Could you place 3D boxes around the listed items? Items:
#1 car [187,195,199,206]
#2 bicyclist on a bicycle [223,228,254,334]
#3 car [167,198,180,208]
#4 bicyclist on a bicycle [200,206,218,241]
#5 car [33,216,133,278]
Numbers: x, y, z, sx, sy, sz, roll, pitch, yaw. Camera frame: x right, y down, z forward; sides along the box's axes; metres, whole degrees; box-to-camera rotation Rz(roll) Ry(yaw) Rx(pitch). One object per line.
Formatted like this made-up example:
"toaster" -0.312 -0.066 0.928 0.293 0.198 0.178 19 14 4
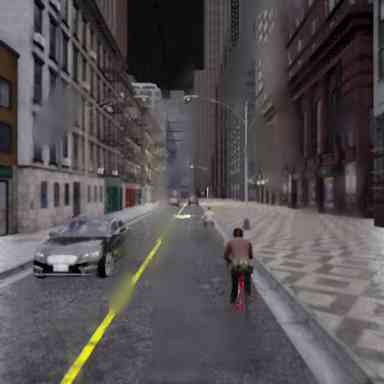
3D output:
"car" 0.216 1.745 61.478 1.837 1.490 4.892 0 -1 0
"bicyclist on a bicycle" 0.837 1.471 5.874 0.582 1.620 1.656 0 0 0
"car" -2.976 1.676 53.300 1.882 1.535 5.008 0 0 0
"bicyclist on a bicycle" 0.821 1.486 15.907 0.866 1.612 1.509 0 0 0
"car" -3.081 1.523 10.277 2.128 1.511 4.902 0 0 0
